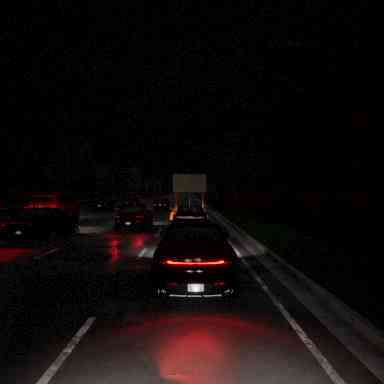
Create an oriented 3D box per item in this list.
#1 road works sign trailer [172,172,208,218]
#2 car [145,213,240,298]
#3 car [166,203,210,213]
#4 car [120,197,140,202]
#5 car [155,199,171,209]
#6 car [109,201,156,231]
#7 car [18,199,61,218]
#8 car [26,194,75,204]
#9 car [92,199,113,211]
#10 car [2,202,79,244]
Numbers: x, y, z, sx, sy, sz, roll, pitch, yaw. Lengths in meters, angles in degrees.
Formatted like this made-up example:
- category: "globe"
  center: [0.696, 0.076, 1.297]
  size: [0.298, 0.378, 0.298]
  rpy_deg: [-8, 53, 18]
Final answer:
- category: "road works sign trailer"
  center: [-0.171, 0.464, 22.763]
  size: [2.380, 3.560, 2.880]
  rpy_deg: [0, 0, -3]
- category: "car"
  center: [0.053, 1.505, 8.506]
  size: [1.837, 1.490, 4.892]
  rpy_deg: [0, 0, 0]
- category: "car"
  center: [-0.050, 1.488, 18.893]
  size: [2.128, 1.511, 4.902]
  rpy_deg: [0, 0, 1]
- category: "car"
  center: [-7.185, 1.353, 38.666]
  size: [2.097, 1.767, 4.553]
  rpy_deg: [0, 0, 0]
- category: "car"
  center: [-3.713, 1.546, 41.309]
  size: [2.033, 1.411, 5.357]
  rpy_deg: [0, 0, 0]
- category: "car"
  center: [-3.538, 1.525, 20.553]
  size: [1.812, 1.442, 4.674]
  rpy_deg: [0, 0, 0]
- category: "car"
  center: [-14.123, 1.506, 31.107]
  size: [1.837, 1.490, 4.892]
  rpy_deg: [0, 0, 0]
- category: "car"
  center: [-10.581, 1.214, 25.798]
  size: [2.150, 2.045, 5.566]
  rpy_deg: [0, -1, 0]
- category: "car"
  center: [-10.704, 1.564, 40.522]
  size: [1.994, 1.385, 4.181]
  rpy_deg: [0, 0, 0]
- category: "car"
  center: [-7.001, 1.477, 15.896]
  size: [1.882, 1.535, 5.008]
  rpy_deg: [0, 0, 0]
